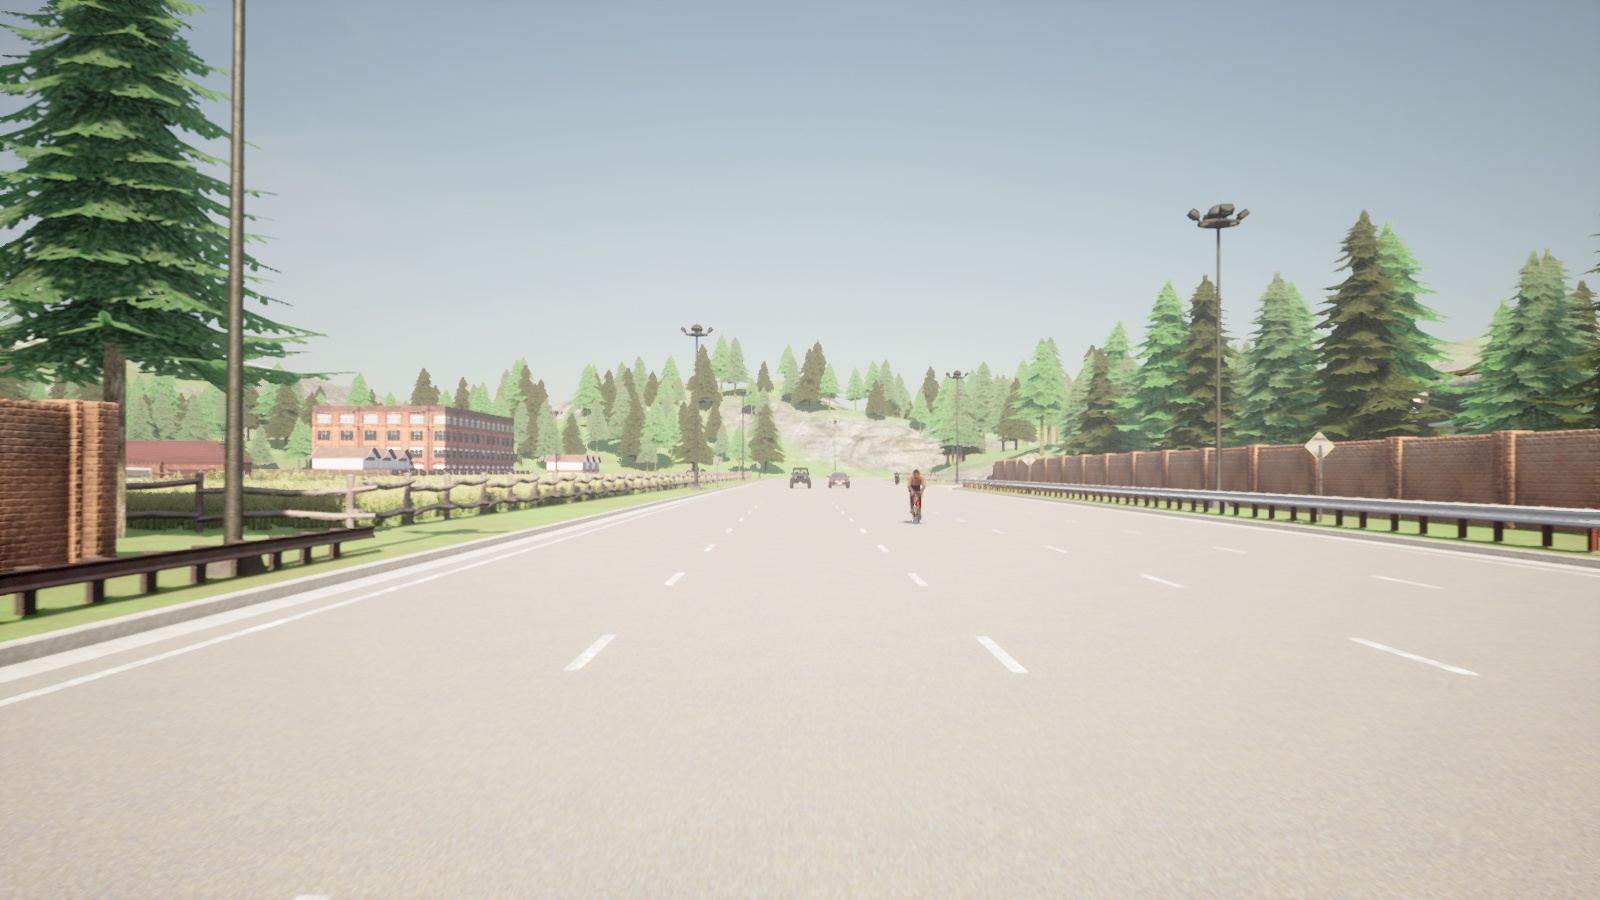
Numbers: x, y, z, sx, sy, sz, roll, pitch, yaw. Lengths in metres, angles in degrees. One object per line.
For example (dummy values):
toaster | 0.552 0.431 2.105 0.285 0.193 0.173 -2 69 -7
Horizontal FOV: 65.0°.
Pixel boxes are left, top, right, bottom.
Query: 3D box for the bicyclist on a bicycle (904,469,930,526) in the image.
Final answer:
bicyclist on a bicycle | 3.410 1.358 36.695 0.582 1.620 1.656 0 -1 0
